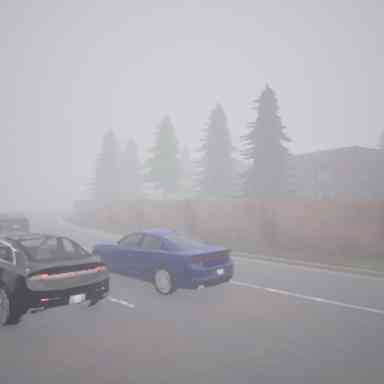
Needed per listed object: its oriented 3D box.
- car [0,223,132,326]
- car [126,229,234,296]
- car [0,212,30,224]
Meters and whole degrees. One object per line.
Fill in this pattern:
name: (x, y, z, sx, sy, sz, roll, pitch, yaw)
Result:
car: (-3.794, 1.715, 7.609, 4.902, 1.511, 2.128, -1, -3, 44)
car: (-1.116, 1.832, 9.861, 5.008, 1.535, 1.882, -1, -3, 43)
car: (-12.862, 2.127, 23.621, 1.882, 1.535, 5.008, 2, -2, -35)
